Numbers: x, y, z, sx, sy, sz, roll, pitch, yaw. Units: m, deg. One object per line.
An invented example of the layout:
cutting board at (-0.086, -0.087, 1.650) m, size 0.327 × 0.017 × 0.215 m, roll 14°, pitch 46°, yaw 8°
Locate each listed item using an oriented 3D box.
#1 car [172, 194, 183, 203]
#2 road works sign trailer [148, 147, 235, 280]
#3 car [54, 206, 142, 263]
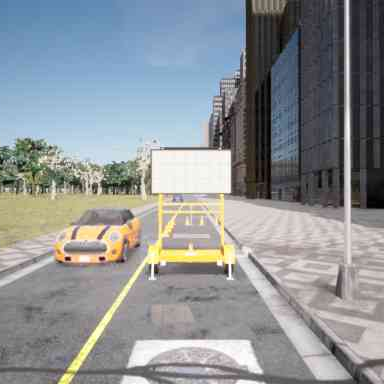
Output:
car at (-3.152, 1.248, 73.704) m, size 2.150 × 2.045 × 5.566 m, roll 0°, pitch 0°, yaw 0°
road works sign trailer at (-0.020, 0.466, 9.933) m, size 2.380 × 3.560 × 2.880 m, roll 0°, pitch 0°, yaw 0°
car at (-3.126, 1.354, 11.910) m, size 2.097 × 1.767 × 4.553 m, roll 0°, pitch 0°, yaw 0°
